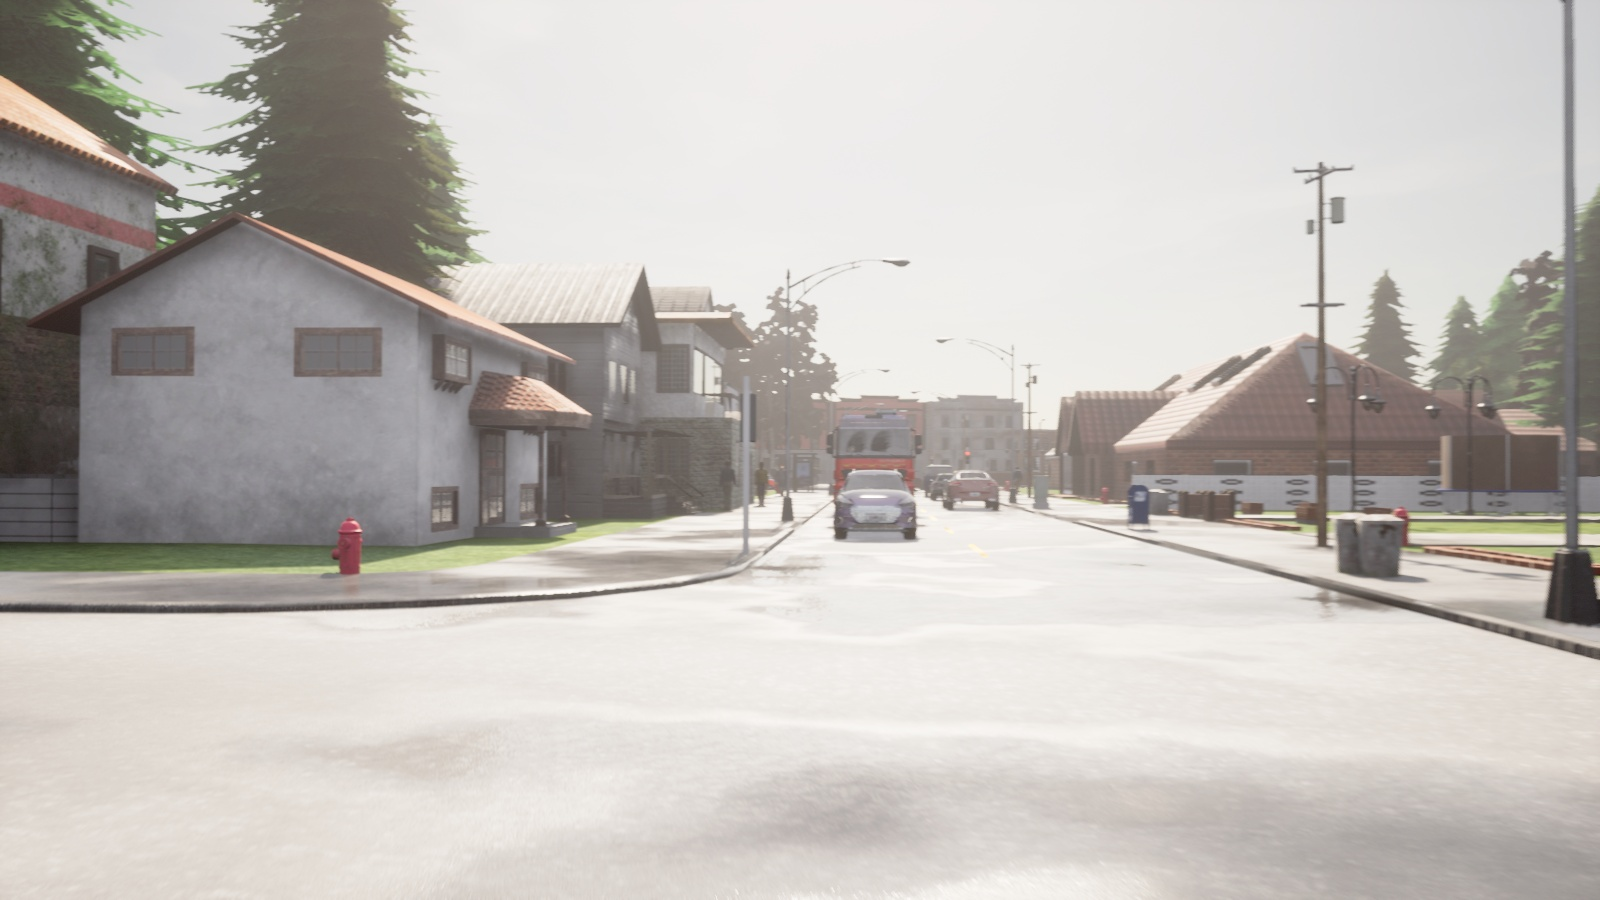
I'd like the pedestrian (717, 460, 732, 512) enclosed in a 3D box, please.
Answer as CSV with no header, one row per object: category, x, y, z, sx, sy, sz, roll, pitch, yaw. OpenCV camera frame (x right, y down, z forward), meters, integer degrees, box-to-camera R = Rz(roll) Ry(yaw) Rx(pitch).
pedestrian,-2.740,1.300,45.509,0.370,1.835,0.726,0,-1,10

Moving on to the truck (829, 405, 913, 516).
truck,2.687,0.439,47.847,2.891,3.827,8.468,0,-1,3

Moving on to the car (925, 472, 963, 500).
car,7.814,1.936,68.286,1.816,1.474,4.193,0,-1,3

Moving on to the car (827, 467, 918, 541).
car,1.739,1.249,30.550,2.033,1.649,4.856,0,-1,3

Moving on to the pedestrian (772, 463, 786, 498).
pedestrian,-1.205,1.733,71.739,0.659,1.952,0.873,0,-1,6

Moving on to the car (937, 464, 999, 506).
car,6.944,1.438,52.355,2.152,1.651,5.027,0,-1,3

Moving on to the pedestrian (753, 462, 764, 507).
pedestrian,-1.710,1.400,51.745,0.431,1.840,0.709,0,-1,1

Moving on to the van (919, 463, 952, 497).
van,8.270,1.817,76.880,1.775,1.987,4.442,0,-1,4
